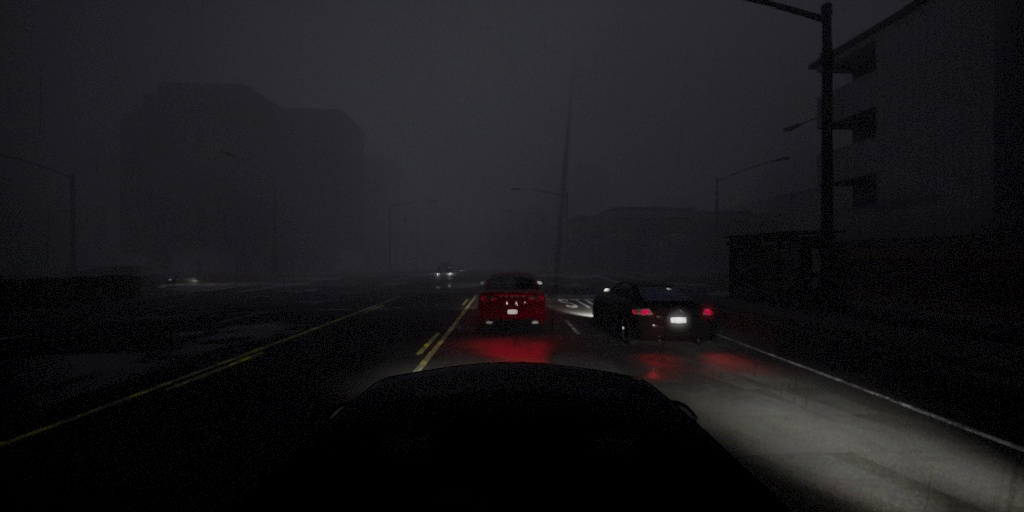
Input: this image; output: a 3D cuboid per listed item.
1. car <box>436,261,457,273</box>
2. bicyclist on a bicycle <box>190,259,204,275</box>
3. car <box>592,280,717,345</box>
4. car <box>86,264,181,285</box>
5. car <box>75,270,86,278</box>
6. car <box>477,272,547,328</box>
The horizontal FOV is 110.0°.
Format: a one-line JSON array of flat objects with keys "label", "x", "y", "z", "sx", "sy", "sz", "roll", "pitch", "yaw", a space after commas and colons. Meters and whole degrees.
[{"label": "car", "x": -8.865, "y": 1.480, "z": 47.738, "sx": 1.837, "sy": 1.490, "sz": 4.892, "roll": 0, "pitch": -1, "yaw": -3}, {"label": "bicyclist on a bicycle", "x": -32.044, "y": 1.116, "z": 36.486, "sx": 0.582, "sy": 1.620, "sz": 1.656, "roll": 0, "pitch": 0, "yaw": -2}, {"label": "car", "x": 3.503, "y": 1.328, "z": 9.575, "sx": 1.994, "sy": 1.385, "sz": 4.181, "roll": 0, "pitch": 0, "yaw": 0}, {"label": "car", "x": -26.768, "y": 1.394, "z": 25.682, "sx": 4.718, "sy": 1.301, "sz": 1.895, "roll": 0, "pitch": 0, "yaw": -2}, {"label": "car", "x": -32.548, "y": 1.363, "z": 29.165, "sx": 4.181, "sy": 1.385, "sz": 1.994, "roll": 0, "pitch": 0, "yaw": -2}, {"label": "car", "x": -0.015, "y": 1.245, "z": 11.496, "sx": 1.882, "sy": 1.535, "sz": 5.008, "roll": 0, "pitch": 0, "yaw": -1}]
